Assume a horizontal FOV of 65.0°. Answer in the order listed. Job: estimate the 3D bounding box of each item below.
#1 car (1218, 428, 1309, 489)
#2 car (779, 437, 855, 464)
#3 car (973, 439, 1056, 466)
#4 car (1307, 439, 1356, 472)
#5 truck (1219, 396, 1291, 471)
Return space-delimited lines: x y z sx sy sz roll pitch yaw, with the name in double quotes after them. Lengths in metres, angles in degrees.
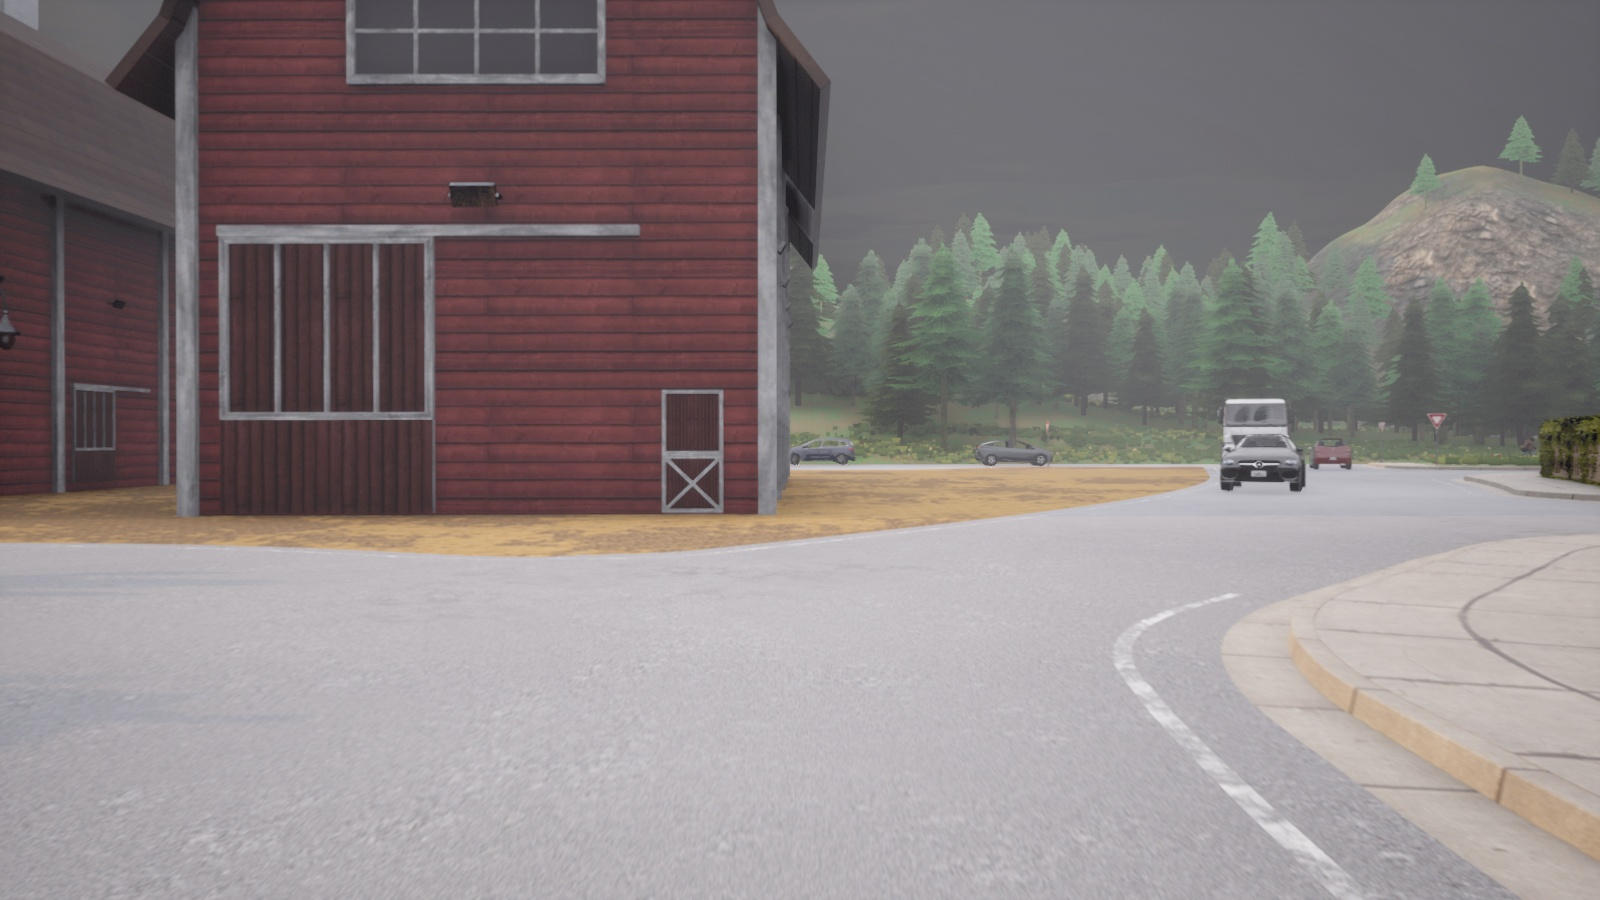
13.630 0.208 36.748 2.152 1.651 5.027 0 1 24 "car"
1.044 0.021 76.804 4.611 1.667 2.242 0 0 1 "car"
12.454 0.152 73.151 4.514 1.525 2.007 0 0 1 "car"
25.334 0.228 59.978 1.845 1.501 3.633 0 0 18 "car"
22.353 -0.781 62.018 2.891 3.462 7.936 0 0 17 "truck"
